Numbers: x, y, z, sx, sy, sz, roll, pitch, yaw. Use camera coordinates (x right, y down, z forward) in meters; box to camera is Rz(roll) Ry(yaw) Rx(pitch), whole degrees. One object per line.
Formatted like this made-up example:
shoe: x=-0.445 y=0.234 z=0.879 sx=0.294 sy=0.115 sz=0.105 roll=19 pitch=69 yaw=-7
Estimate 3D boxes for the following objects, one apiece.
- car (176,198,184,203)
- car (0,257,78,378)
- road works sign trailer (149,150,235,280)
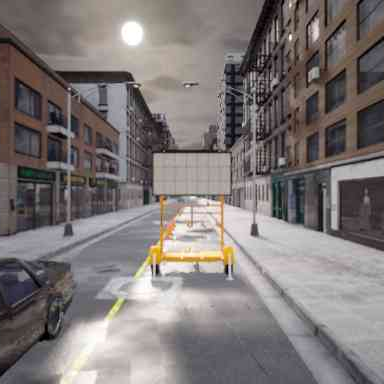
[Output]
car: x=-2.994 y=2.151 z=86.726 sx=2.033 sy=1.411 sz=5.357 roll=0 pitch=0 yaw=0
car: x=-3.000 y=1.570 z=3.842 sx=2.033 sy=1.411 sz=5.357 roll=0 pitch=0 yaw=0
road works sign trailer: x=0.001 y=0.523 z=10.109 sx=2.380 sy=3.560 sz=2.880 roll=0 pitch=0 yaw=0
